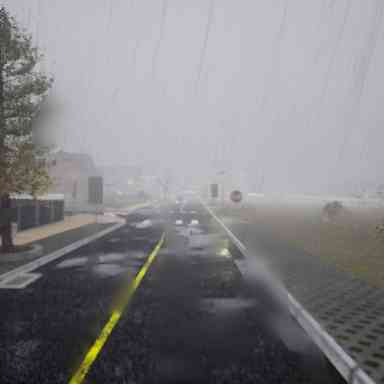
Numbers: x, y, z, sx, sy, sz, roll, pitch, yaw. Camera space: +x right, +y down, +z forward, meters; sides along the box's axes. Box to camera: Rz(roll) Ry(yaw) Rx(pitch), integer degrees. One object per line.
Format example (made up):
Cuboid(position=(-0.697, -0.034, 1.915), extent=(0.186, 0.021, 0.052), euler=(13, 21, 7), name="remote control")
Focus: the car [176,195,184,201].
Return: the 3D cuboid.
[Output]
Cuboid(position=(-2.748, 1.415, 77.186), extent=(1.837, 1.490, 4.892), euler=(0, 0, 0), name="car")
